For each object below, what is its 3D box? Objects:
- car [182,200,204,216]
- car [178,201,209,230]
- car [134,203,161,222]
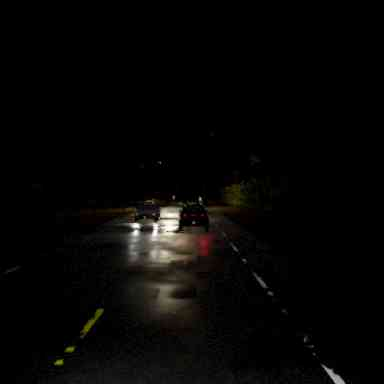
[{"bbox_3d":[0.094,1.701,35.894,2.128,1.511,4.902,0,0,0],"label":"car"},{"bbox_3d":[0.099,1.591,21.648,2.128,1.511,4.902,0,0,0],"label":"car"},{"bbox_3d":[-3.597,1.668,27.634,1.812,1.442,4.674,0,0,0],"label":"car"}]
